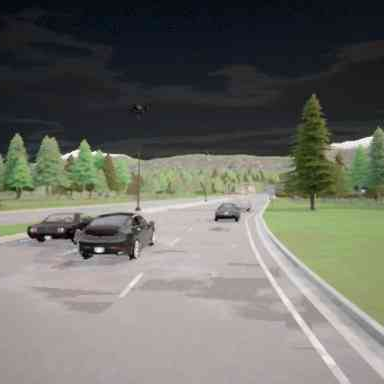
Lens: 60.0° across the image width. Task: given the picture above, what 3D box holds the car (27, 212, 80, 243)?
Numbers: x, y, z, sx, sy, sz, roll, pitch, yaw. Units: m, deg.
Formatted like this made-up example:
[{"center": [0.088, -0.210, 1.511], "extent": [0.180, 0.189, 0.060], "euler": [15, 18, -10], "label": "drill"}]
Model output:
[{"center": [-5.780, 1.630, 16.159], "extent": [1.895, 1.301, 4.718], "euler": [0, 0, 7], "label": "car"}]

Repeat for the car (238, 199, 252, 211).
[{"center": [6.430, 1.637, 42.317], "extent": [1.812, 1.442, 4.674], "euler": [0, 0, 14], "label": "car"}]

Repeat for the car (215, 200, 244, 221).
[{"center": [3.084, 1.635, 27.958], "extent": [1.994, 1.385, 4.181], "euler": [0, 0, 11], "label": "car"}]

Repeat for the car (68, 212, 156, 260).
[{"center": [-2.624, 1.531, 12.626], "extent": [1.837, 1.490, 4.892], "euler": [0, 0, 5], "label": "car"}]
